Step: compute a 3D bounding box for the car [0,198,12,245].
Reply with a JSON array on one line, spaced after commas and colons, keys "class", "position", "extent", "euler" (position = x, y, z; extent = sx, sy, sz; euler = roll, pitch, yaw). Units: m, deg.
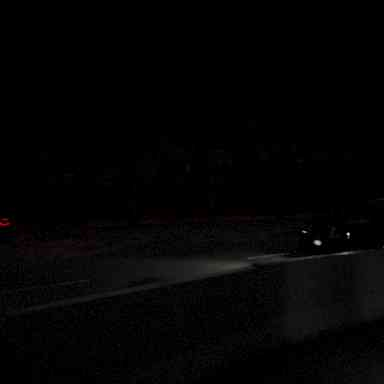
[{"class": "car", "position": [-8.808, 1.172, 10.465], "extent": [5.566, 2.045, 2.150], "euler": [0, 0, -35]}]

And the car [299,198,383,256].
[{"class": "car", "position": [6.364, 1.231, 11.670], "extent": [5.566, 2.045, 2.150], "euler": [0, 0, -28]}]
